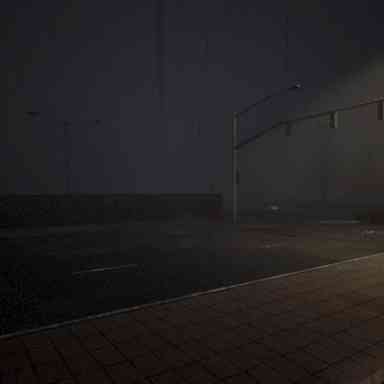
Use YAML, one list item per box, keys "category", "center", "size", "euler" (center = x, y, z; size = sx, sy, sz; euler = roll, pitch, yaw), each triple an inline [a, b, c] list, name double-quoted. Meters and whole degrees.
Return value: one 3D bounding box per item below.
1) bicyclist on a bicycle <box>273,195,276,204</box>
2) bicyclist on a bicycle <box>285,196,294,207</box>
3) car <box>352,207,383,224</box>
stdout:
- category: "bicyclist on a bicycle"
  center: [13.415, 1.300, 54.019]
  size: [0.582, 1.620, 1.656]
  euler: [0, 0, 22]
- category: "bicyclist on a bicycle"
  center: [14.378, 1.453, 49.104]
  size: [1.656, 1.620, 0.582]
  euler: [0, 0, -22]
- category: "car"
  center: [13.808, 1.547, 22.357]
  size: [2.033, 1.411, 5.357]
  euler: [0, 0, -38]
